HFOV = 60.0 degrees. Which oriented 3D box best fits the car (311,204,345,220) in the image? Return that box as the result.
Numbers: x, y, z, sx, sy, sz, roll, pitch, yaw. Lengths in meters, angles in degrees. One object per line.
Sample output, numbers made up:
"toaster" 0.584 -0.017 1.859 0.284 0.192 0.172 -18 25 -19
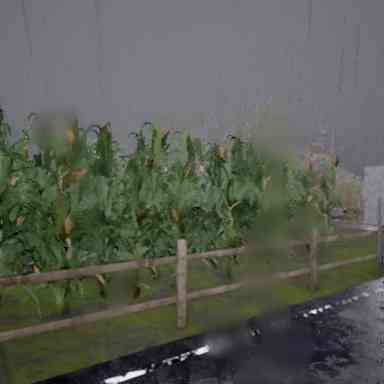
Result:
"car" 10.866 1.775 29.921 2.033 1.411 5.357 0 0 -35
